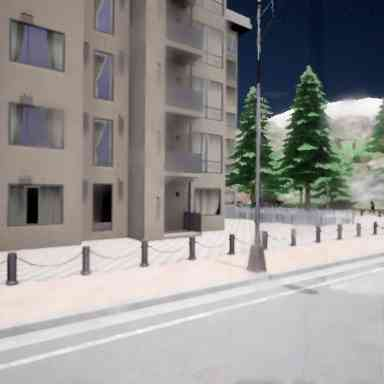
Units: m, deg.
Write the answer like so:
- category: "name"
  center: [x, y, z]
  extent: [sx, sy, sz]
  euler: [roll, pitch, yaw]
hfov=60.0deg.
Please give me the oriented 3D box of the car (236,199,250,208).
- category: "car"
  center: [6.577, 1.847, 54.005]
  extent: [2.128, 1.511, 4.902]
  euler: [1, 0, -35]

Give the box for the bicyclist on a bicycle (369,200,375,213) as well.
- category: "bicyclist on a bicycle"
  center: [23.107, 1.871, 42.677]
  extent: [1.656, 1.620, 0.582]
  euler: [0, 0, -35]
